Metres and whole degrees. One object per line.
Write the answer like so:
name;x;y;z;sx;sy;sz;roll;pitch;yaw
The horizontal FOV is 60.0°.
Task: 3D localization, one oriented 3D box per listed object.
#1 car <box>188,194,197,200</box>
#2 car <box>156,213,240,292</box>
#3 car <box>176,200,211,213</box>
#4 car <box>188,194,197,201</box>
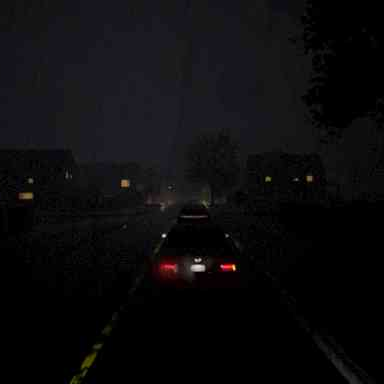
car;0.049;1.667;71.112;1.895;1.301;4.718;0;0;0
car;0.103;1.542;9.055;2.033;1.411;5.357;0;0;0
car;0.113;1.483;19.621;2.128;1.511;4.902;0;0;0
car;0.056;1.352;81.100;2.097;1.767;4.553;0;0;0
